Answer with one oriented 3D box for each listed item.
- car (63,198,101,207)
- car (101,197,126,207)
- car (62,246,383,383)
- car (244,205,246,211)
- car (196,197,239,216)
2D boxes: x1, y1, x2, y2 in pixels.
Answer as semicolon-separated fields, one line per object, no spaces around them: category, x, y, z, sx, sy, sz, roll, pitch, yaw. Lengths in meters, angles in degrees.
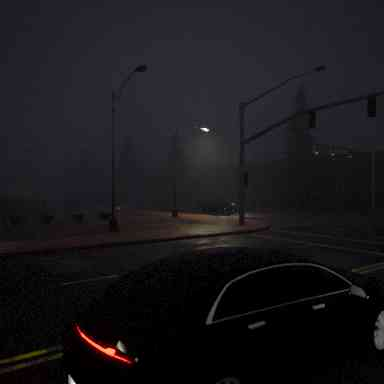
car;-17.056;1.543;50.421;5.357;1.411;2.033;0;0;24
car;-12.639;1.500;52.063;4.892;1.490;1.837;-1;-1;28
car;0.894;1.504;4.435;4.892;1.490;1.837;0;0;-35
car;3.817;1.344;36.780;2.097;1.767;4.553;0;0;-38
car;2.404;1.498;32.880;1.837;1.490;4.892;0;0;-37
